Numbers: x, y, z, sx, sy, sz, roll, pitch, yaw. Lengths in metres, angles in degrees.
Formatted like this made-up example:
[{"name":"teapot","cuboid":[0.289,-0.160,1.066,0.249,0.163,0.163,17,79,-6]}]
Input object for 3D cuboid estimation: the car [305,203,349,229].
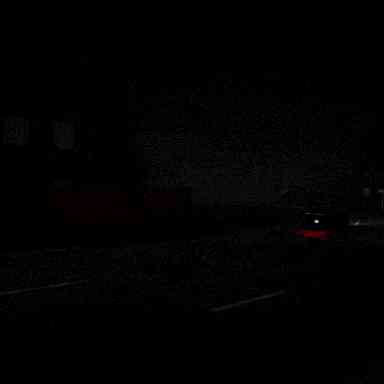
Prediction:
[{"name":"car","cuboid":[8.914,1.505,21.817,1.837,1.490,4.892,1,0,37]}]
